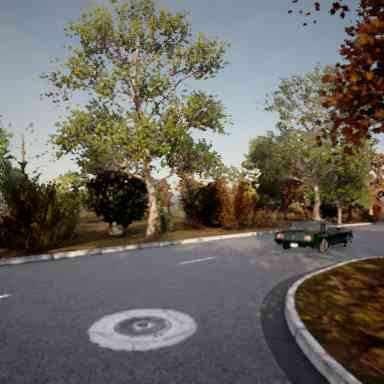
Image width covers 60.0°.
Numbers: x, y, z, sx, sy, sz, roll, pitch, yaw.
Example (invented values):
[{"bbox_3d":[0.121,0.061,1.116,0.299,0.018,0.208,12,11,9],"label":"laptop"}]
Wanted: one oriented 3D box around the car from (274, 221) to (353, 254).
[{"bbox_3d":[5.775,1.983,15.411,1.895,1.301,4.718,-2,-3,44],"label":"car"}]
